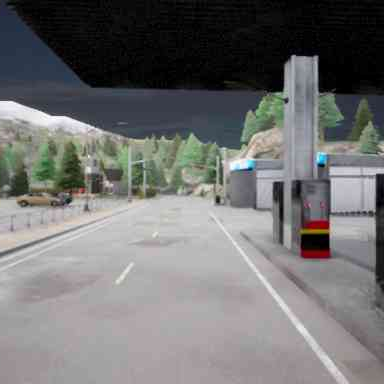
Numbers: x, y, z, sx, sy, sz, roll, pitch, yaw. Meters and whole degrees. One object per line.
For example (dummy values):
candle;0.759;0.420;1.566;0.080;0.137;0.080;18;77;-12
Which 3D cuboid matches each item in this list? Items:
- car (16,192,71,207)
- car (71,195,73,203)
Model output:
car;-16.509;0.874;36.628;5.027;1.636;2.152;0;1;-1
car;-16.586;0.843;39.765;4.514;1.523;2.007;0;1;-1
